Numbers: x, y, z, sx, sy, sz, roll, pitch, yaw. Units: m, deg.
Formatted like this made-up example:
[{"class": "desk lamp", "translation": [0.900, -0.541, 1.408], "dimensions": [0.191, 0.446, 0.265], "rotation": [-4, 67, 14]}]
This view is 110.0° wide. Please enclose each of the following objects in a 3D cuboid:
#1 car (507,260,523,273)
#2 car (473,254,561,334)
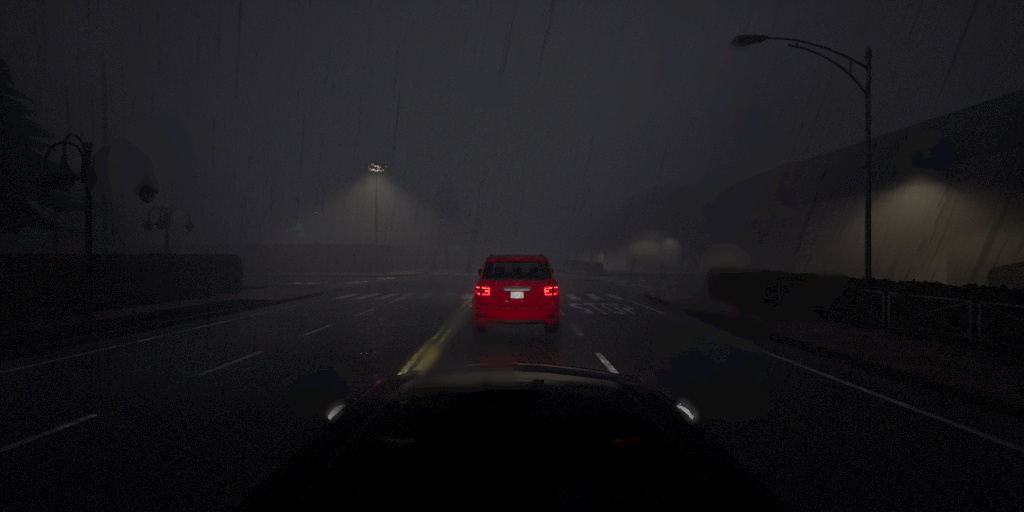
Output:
[{"class": "car", "translation": [0.358, 1.240, 45.618], "dimensions": [1.882, 1.535, 5.008], "rotation": [0, 0, 1]}, {"class": "car", "translation": [0.122, 0.974, 10.766], "dimensions": [2.150, 2.045, 5.566], "rotation": [0, 0, 0]}]
